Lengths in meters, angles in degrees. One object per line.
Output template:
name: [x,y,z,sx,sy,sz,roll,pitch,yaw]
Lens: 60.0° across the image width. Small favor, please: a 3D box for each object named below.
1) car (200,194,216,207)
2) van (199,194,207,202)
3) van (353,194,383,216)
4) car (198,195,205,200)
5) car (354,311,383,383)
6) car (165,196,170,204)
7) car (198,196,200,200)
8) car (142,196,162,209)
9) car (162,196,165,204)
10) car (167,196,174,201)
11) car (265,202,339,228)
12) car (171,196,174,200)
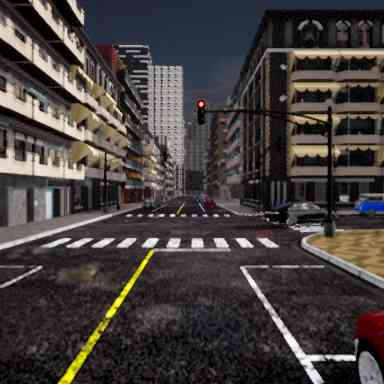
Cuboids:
car: [2.636,1.467,51.010,1.967,1.590,4.097,-1,0,0]
van: [2.610,1.399,78.649,1.690,1.788,3.998,-1,0,0]
van: [15.617,1.043,27.594,3.998,1.788,1.690,-1,1,-1]
car: [2.597,1.626,95.233,1.887,1.381,4.507,-1,0,0]
car: [2.682,1.545,2.011,1.887,1.381,4.507,0,0,0]
car: [-5.754,1.478,62.063,1.967,1.590,4.097,-1,0,0]
car: [2.622,1.595,67.593,2.008,1.369,4.403,-1,0,0]
car: [-5.737,1.572,45.480,2.008,1.369,4.403,0,0,0]
car: [-5.743,1.592,51.007,1.947,1.339,4.313,0,0,0]
car: [-5.778,1.655,89.703,1.802,1.307,4.206,-1,0,0]
car: [7.025,1.409,21.322,4.902,1.511,2.128,-2,0,-18]
car: [-5.768,1.583,78.477,1.752,1.417,4.829,-1,0,0]
